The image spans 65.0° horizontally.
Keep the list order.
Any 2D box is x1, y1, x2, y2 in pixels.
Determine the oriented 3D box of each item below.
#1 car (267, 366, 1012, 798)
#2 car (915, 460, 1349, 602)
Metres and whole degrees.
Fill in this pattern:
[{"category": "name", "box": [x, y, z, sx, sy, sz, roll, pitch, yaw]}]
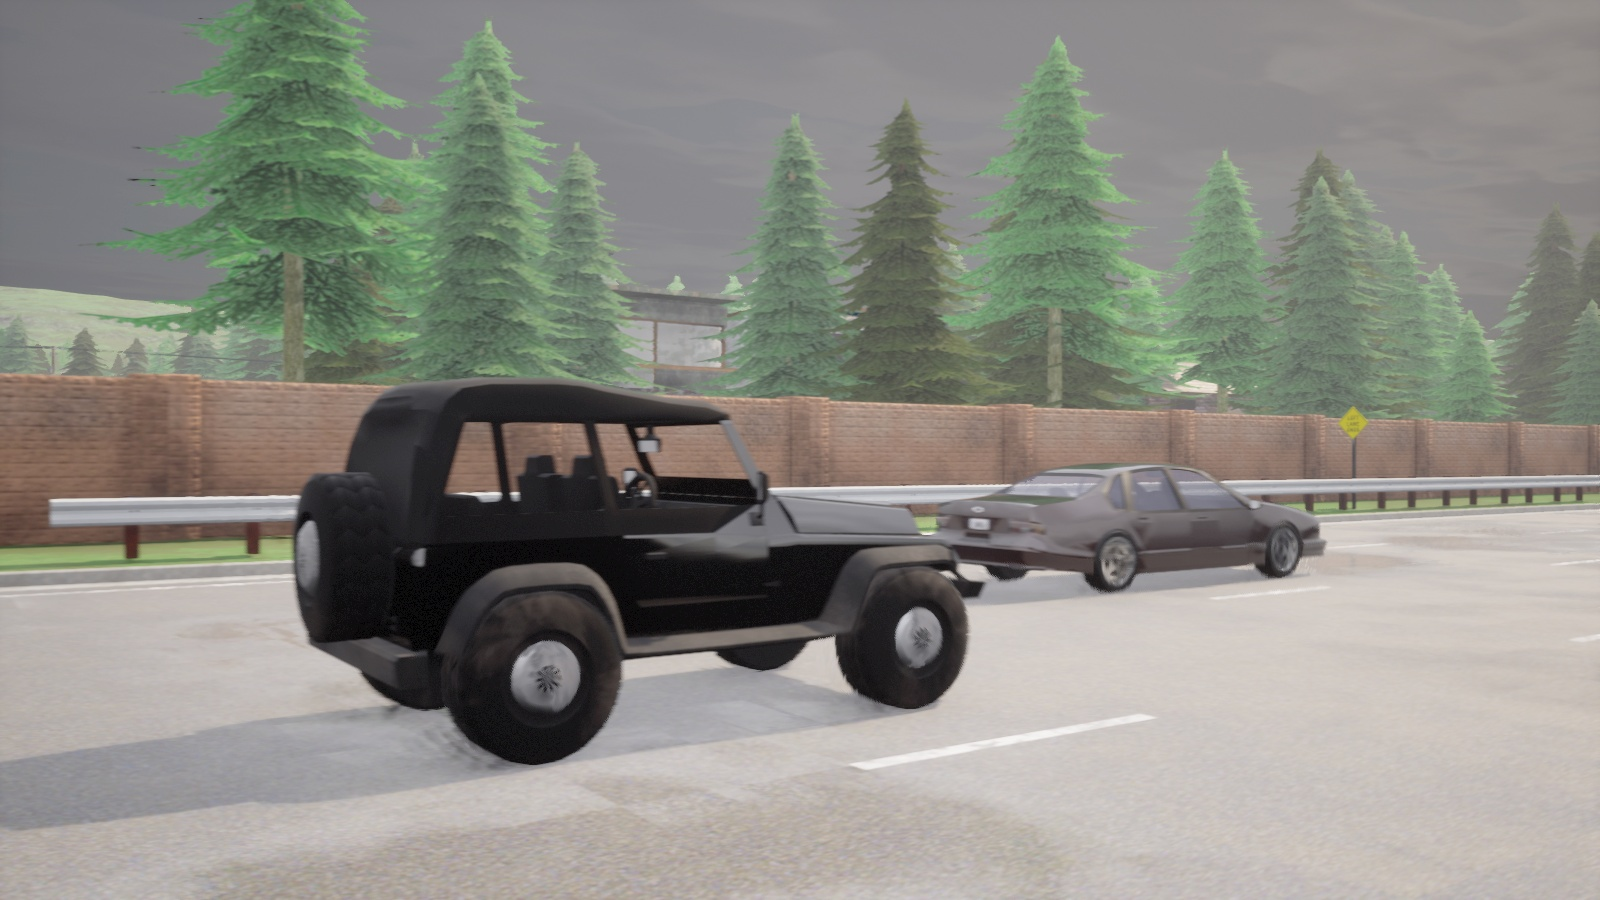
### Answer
[{"category": "car", "box": [-0.841, 0.567, 7.338, 3.866, 1.878, 1.905, 0, 0, -35]}, {"category": "car", "box": [4.099, 0.837, 15.040, 5.357, 1.411, 2.033, 0, 0, -35]}]
